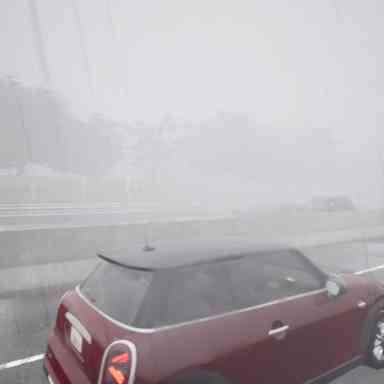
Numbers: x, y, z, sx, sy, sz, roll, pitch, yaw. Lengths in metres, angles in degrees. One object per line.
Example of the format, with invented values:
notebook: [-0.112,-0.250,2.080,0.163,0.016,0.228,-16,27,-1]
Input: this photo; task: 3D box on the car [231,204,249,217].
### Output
car: [6.033,1.603,29.716,5.357,1.411,2.033,0,0,-35]

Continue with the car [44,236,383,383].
car: [0.687,1.360,4.246,4.553,1.767,2.097,0,0,-35]

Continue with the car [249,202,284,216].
car: [7.126,1.531,26.200,5.008,1.535,1.882,0,0,-35]

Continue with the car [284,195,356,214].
car: [9.353,1.274,23.491,5.566,2.045,2.150,0,0,-35]
